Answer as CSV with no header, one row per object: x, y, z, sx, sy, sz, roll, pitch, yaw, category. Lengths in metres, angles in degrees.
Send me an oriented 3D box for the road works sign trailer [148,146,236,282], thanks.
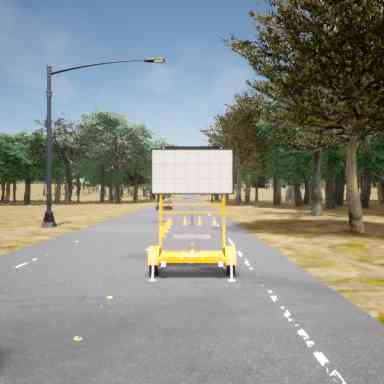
0.008,0.468,9.784,2.380,3.560,2.880,0,0,0,road works sign trailer

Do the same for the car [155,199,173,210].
-3.597,1.660,43.579,1.994,1.385,4.181,0,0,0,car
